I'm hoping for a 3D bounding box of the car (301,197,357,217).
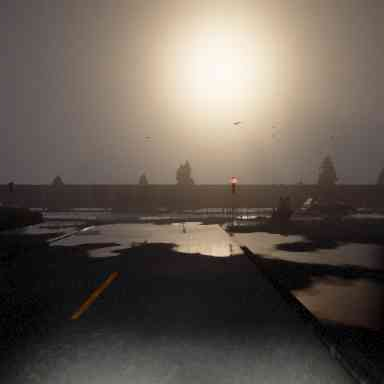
[{"bbox_3d":[12.413,1.284,30.109,4.553,1.767,2.097,0,0,0],"label":"car"}]

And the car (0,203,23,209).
[{"bbox_3d":[-17.880,1.529,30.090,4.718,1.301,1.895,0,0,0],"label":"car"}]
